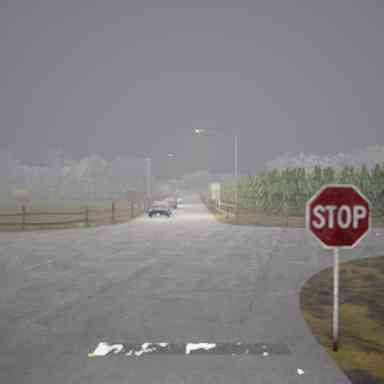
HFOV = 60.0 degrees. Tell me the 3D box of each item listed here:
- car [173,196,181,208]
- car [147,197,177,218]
[{"bbox_3d":[-2.754,1.400,41.193,1.812,1.442,4.674,0,1,0],"label":"car"},{"bbox_3d":[-2.783,1.473,30.094,2.033,1.411,5.357,0,0,1],"label":"car"}]
